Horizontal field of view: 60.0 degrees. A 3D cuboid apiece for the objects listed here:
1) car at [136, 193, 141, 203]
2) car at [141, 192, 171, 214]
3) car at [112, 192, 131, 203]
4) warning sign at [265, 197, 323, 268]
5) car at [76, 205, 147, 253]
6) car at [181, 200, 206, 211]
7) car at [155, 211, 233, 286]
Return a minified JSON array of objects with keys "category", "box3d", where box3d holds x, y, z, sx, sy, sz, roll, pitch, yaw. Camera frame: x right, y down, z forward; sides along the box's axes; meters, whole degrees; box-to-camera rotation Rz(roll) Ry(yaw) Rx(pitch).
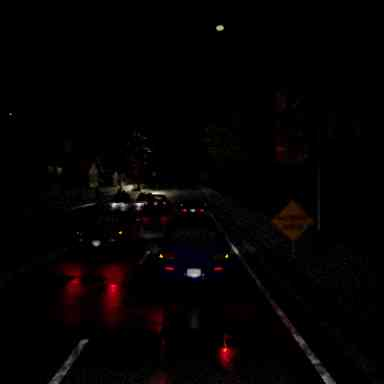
[{"category":"car","box3d":[-6.516,0.674,46.490,2.033,1.411,5.357,0,2,0]},{"category":"car","box3d":[-3.119,0.984,30.791,2.097,1.767,4.553,0,2,0]},{"category":"car","box3d":[-9.764,0.673,46.516,2.033,1.411,5.357,0,2,0]},{"category":"warning sign","box3d":[2.857,1.097,9.438,1.300,1.860,1.060,0,0,0]},{"category":"car","box3d":[-3.156,1.474,13.288,1.812,1.442,4.674,0,1,0]},{"category":"car","box3d":[0.101,1.296,25.947,2.033,1.411,5.357,0,1,0]},{"category":"car","box3d":[0.065,1.505,9.279,1.812,1.442,4.674,0,0,1]}]
